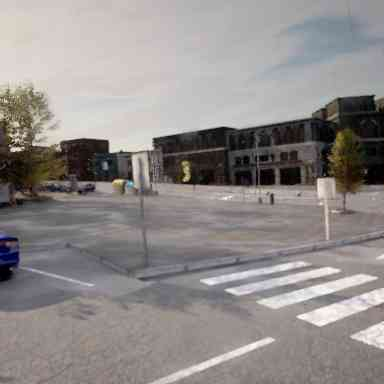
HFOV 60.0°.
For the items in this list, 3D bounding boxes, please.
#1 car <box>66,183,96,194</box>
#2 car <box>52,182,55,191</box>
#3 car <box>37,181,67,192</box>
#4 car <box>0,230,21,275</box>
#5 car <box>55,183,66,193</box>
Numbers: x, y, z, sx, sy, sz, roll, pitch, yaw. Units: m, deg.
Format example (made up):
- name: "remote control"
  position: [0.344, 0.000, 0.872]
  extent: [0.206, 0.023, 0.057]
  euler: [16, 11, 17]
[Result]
- name: "car"
  position: [-17.118, -0.589, 52.811]
  extent: [2.163, 1.488, 4.792]
  euler: [1, 6, 17]
- name: "car"
  position: [-21.914, -0.842, 56.280]
  extent: [2.002, 1.452, 4.674]
  euler: [0, 6, 16]
- name: "car"
  position: [-24.330, -1.008, 57.966]
  extent: [2.097, 1.535, 5.008]
  euler: [1, 6, 15]
- name: "car"
  position: [-6.737, 1.500, 9.244]
  extent: [5.008, 1.535, 2.097]
  euler: [-1, -1, 36]
- name: "car"
  position: [-19.498, -0.754, 54.575]
  extent: [2.231, 1.521, 4.892]
  euler: [1, 6, 16]
